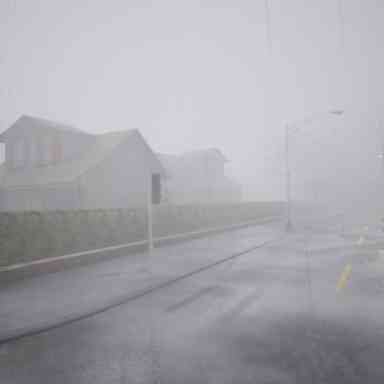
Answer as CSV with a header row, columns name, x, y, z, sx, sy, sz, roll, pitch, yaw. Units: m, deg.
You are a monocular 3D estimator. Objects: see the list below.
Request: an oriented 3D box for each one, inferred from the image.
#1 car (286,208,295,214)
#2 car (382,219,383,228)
name,x,y,z,sx,sy,sz,roll,pitch,yaw
car,9.968,2.274,41.494,5.357,1.415,2.033,-2,-2,32
car,9.568,1.576,14.513,2.097,1.767,4.553,-2,-2,30
